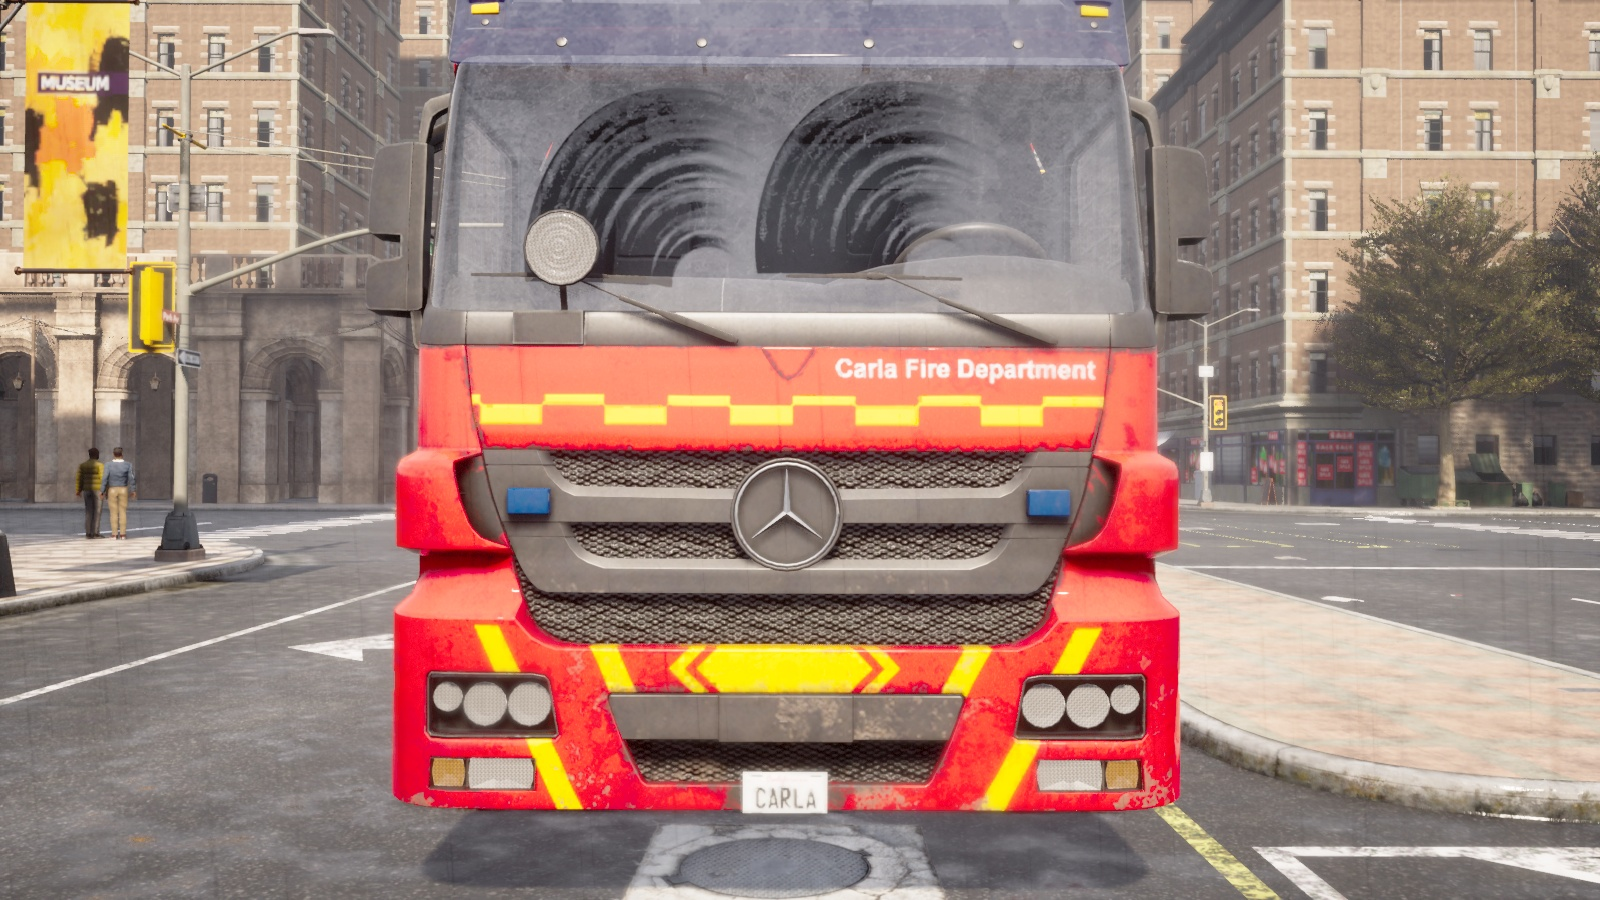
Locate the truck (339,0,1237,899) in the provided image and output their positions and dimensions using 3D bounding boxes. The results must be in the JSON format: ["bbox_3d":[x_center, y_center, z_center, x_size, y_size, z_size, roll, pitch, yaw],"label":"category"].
[{"bbox_3d":[-0.054,-0.211,8.305,2.891,3.827,8.468,0,-1,0],"label":"truck"}]

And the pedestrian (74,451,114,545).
[{"bbox_3d":[-14.035,0.946,24.985,0.370,1.835,0.726,0,-1,0],"label":"pedestrian"}]

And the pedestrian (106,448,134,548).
[{"bbox_3d":[-13.447,0.941,24.820,0.423,1.949,0.788,0,-1,-32],"label":"pedestrian"}]
